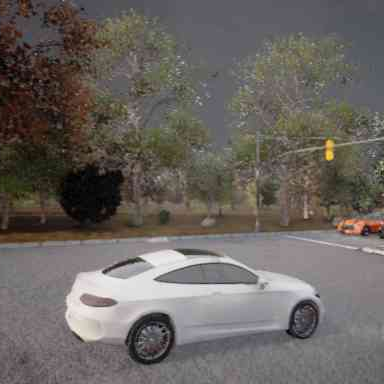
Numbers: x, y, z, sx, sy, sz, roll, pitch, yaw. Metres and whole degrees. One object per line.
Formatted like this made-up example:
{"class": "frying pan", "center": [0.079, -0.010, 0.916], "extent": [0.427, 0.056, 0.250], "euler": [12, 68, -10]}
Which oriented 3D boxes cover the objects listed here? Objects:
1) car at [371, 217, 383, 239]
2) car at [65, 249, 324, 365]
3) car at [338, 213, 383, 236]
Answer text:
{"class": "car", "center": [15.220, 2.705, 23.717], "extent": [4.181, 1.385, 1.994], "euler": [2, 0, -28]}
{"class": "car", "center": [0.228, 1.784, 5.990], "extent": [4.674, 1.442, 1.812], "euler": [5, -3, -26]}
{"class": "car", "center": [13.748, 2.462, 26.329], "extent": [4.553, 1.767, 2.097], "euler": [2, 0, -28]}
